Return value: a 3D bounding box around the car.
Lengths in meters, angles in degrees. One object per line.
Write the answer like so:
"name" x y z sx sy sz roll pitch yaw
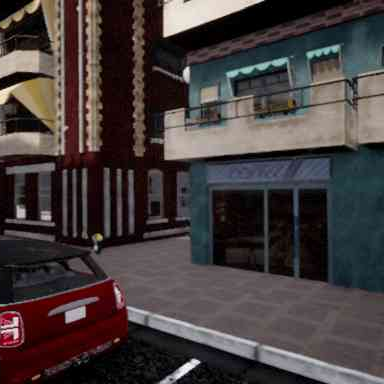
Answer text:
"car" -2.926 1.441 4.972 4.097 1.590 1.967 0 -1 35
